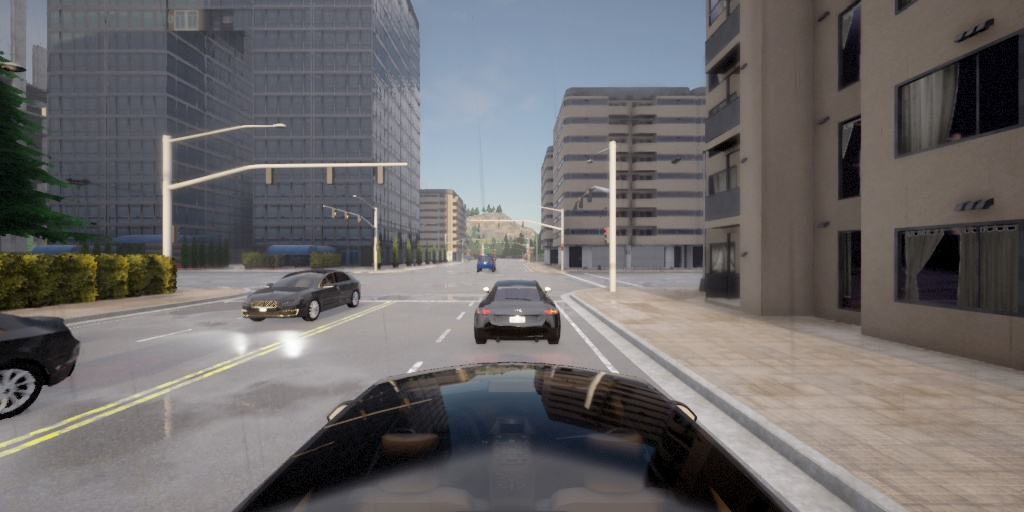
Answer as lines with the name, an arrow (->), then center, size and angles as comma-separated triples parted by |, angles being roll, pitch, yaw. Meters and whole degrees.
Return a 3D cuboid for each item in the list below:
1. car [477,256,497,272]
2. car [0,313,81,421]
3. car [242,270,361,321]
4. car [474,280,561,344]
car -> -3.202, 0.970, 45.506 | 2.150, 2.045, 5.566 | 0, 0, 0
car -> -7.077, 1.256, 2.990 | 1.837, 1.490, 4.892 | 0, 0, 0
car -> -6.954, 1.255, 12.459 | 1.837, 1.490, 4.892 | 0, 0, 0
car -> 0.132, 1.314, 9.571 | 1.994, 1.385, 4.181 | 0, 0, 1
